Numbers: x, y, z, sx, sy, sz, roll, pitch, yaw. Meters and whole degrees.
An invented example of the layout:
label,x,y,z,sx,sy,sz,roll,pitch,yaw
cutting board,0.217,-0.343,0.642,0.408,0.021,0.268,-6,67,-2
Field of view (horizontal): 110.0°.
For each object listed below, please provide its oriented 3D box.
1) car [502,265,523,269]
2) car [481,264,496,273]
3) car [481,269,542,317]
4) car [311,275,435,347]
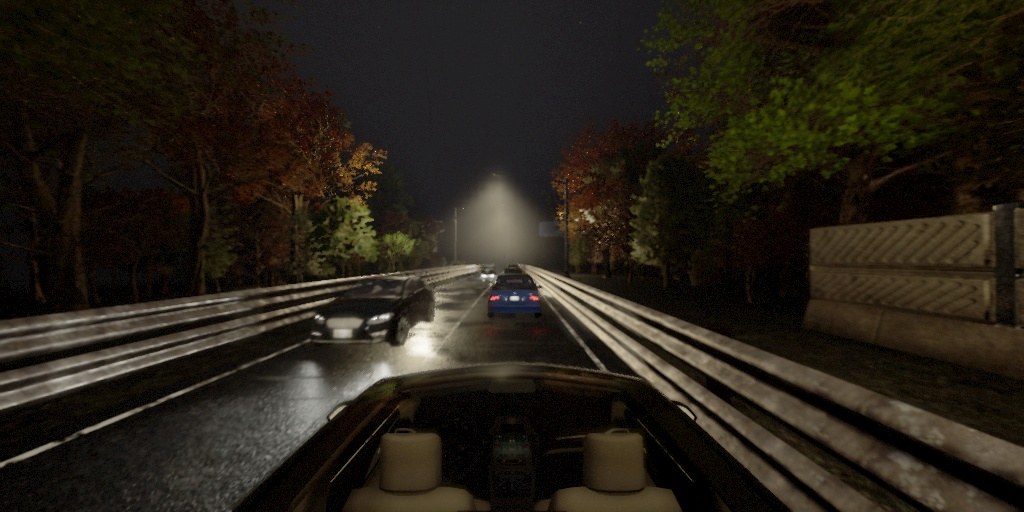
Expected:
label,x,y,z,sx,sy,sz,roll,pitch,yaw
car,0.097,1.612,36.445,1.837,1.490,4.892,0,-1,0
car,-3.326,1.842,51.174,2.128,1.511,4.902,0,-1,0
car,0.084,1.366,13.525,2.033,1.411,5.357,0,0,0
car,-3.349,1.280,9.549,2.128,1.511,4.902,0,0,0
